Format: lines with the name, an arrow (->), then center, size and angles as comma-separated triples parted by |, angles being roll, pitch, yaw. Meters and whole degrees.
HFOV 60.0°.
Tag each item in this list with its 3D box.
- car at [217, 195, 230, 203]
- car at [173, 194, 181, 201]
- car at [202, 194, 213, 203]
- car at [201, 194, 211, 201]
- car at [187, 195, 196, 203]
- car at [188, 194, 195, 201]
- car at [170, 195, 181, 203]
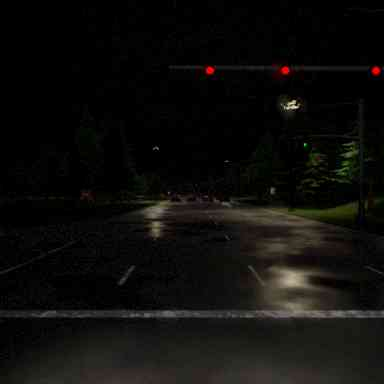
car -> 6.920, 1.533, 70.783 | 1.994, 1.385, 4.181 | 0, 0, 0
car -> -3.592, 1.343, 80.774 | 1.812, 1.442, 4.674 | 0, 0, 0
car -> 3.420, 1.533, 70.779 | 1.994, 1.385, 4.181 | 0, 0, 0
car -> 3.408, 1.344, 80.782 | 2.128, 1.511, 4.902 | 0, 0, 0
car -> -0.080, 1.520, 70.358 | 2.033, 1.411, 5.357 | 0, 0, 0
car -> -0.092, 1.343, 80.778 | 1.812, 1.442, 4.674 | 0, 0, 0
car -> -3.580, 1.505, 70.771 | 1.812, 1.442, 4.674 | 0, 0, 0
